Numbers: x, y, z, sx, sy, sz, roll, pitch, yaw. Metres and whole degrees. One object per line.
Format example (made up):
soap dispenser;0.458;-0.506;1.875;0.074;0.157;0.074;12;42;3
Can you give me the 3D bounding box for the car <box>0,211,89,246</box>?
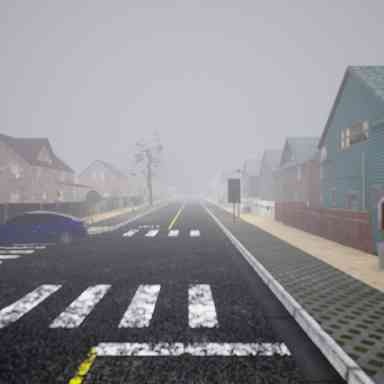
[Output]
car;-6.834;1.567;14.159;4.674;1.442;1.812;0;1;-25
